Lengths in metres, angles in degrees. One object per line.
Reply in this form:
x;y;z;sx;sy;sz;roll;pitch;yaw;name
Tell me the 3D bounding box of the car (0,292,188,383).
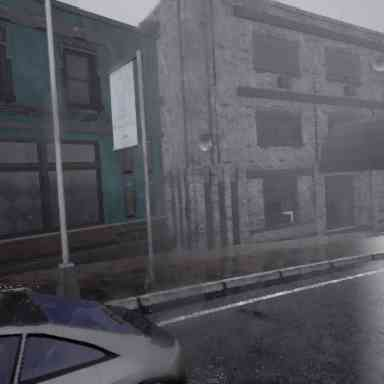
-2.026;1.565;2.336;4.181;1.385;1.994;0;0;-37;car
